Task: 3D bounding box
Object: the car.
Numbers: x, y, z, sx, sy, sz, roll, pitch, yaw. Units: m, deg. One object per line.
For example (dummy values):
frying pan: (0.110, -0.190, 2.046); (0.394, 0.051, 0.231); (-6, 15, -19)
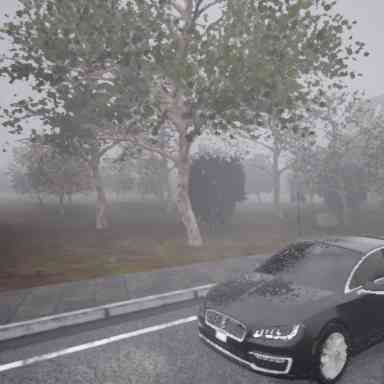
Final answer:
car: (2.349, 1.529, 5.465); (4.892, 1.490, 1.837); (0, 0, -35)
